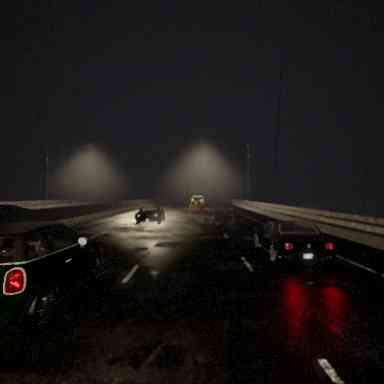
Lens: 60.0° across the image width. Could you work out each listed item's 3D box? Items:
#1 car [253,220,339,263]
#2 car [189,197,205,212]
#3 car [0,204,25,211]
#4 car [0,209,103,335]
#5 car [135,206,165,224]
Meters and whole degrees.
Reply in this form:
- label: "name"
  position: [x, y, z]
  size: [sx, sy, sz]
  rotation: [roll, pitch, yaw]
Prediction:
- label: "car"
  position: [3.533, 1.680, 12.296]
  size: [1.895, 1.301, 4.718]
  rotation: [0, 0, 0]
- label: "car"
  position: [0.543, 1.777, 43.791]
  size: [1.801, 1.575, 5.366]
  rotation: [0, 0, 1]
- label: "car"
  position: [-13.928, 1.640, 24.310]
  size: [1.882, 1.535, 5.008]
  rotation: [0, 0, 1]
- label: "car"
  position: [-3.381, 1.396, 6.965]
  size: [2.097, 1.767, 4.553]
  rotation: [0, 0, 0]
- label: "car"
  position: [-3.211, 1.780, 26.475]
  size: [1.895, 1.301, 4.718]
  rotation: [0, 0, 1]
